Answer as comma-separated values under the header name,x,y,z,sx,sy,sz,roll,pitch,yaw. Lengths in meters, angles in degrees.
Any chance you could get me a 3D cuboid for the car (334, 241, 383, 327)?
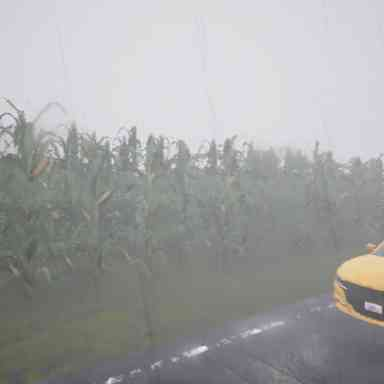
name,x,y,z,sx,sy,sz,roll,pitch,yaw
car,4.774,1.469,6.476,5.008,1.535,1.882,0,0,-35
